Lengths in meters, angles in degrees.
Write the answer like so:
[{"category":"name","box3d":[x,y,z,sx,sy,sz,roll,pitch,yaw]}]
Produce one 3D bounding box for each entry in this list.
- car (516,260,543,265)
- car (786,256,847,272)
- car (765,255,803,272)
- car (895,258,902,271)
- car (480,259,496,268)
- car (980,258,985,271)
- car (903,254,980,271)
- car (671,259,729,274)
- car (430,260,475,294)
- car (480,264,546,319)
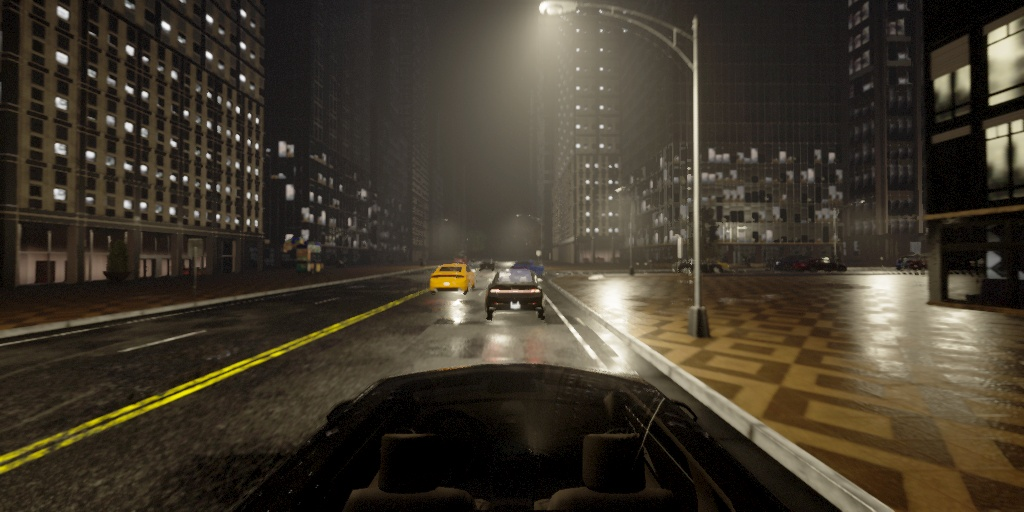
[{"category":"car","box3d":[1.482,1.104,30.763,1.882,1.535,5.008,0,0,20]},{"category":"car","box3d":[27.803,0.888,32.462,4.207,1.307,1.802,0,0,-1]},{"category":"car","box3d":[29.673,0.721,38.276,4.553,1.767,2.097,-1,-1,-1]},{"category":"car","box3d":[40.849,0.572,35.316,4.553,1.767,2.097,0,-1,0]},{"category":"car","box3d":[-3.150,1.148,47.029,2.128,1.511,4.902,0,0,0]},{"category":"car","box3d":[44.649,0.675,32.681,4.829,1.417,1.751,0,0,-1]},{"category":"car","box3d":[38.921,0.747,32.607,4.507,1.381,1.888,0,0,-1]},{"category":"car","box3d":[16.686,0.962,32.317,4.403,1.370,2.007,0,0,-1]},{"category":"car","box3d":[-3.152,1.187,19.833,1.882,1.535,5.008,0,0,0]},{"category":"car","box3d":[0.099,1.217,12.658,2.128,1.511,4.902,0,0,0]}]
